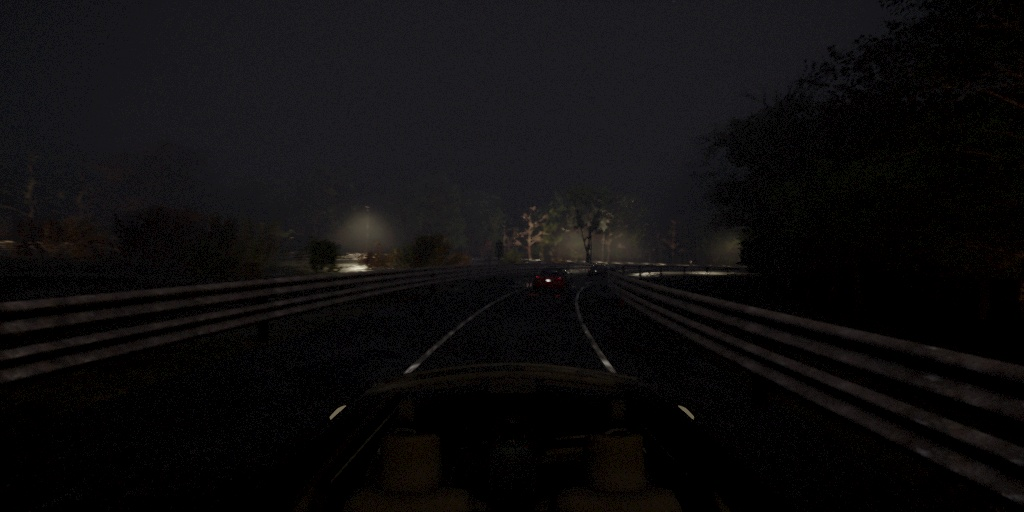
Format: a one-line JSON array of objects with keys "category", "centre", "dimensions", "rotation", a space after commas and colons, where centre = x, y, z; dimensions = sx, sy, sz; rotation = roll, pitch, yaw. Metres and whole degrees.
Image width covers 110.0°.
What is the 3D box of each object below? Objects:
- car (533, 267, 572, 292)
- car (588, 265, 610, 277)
[{"category": "car", "centre": [2.640, 1.416, 22.609], "dimensions": [1.994, 1.385, 4.181], "rotation": [1, 0, 16]}, {"category": "car", "centre": [10.433, 1.723, 42.133], "dimensions": [1.994, 1.385, 4.181], "rotation": [1, 0, 30]}]
